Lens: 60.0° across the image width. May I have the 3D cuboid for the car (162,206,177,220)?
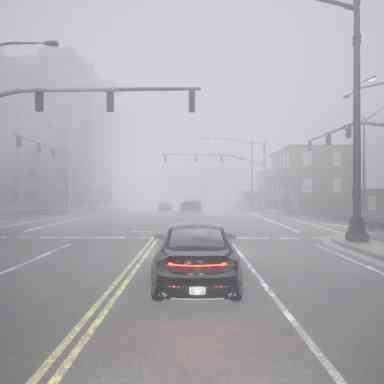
[{"bbox_3d":[-3.628,3.522,54.965,2.128,1.511,4.902,0,-12,0],"label":"car"}]

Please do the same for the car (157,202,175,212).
[{"bbox_3d":[-3.630,2.066,45.558,1.837,1.490,4.892,0,-5,0],"label":"car"}]

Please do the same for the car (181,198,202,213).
[{"bbox_3d":[-0.044,1.454,36.696,1.882,1.535,5.008,0,-2,7],"label":"car"}]

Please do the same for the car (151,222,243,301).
[{"bbox_3d":[0.094,1.505,8.321,1.837,1.490,4.892,0,0,0],"label":"car"}]

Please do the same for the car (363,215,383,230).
[{"bbox_3d":[16.049,2.655,28.207,4.181,1.385,1.994,8,0,0],"label":"car"}]
